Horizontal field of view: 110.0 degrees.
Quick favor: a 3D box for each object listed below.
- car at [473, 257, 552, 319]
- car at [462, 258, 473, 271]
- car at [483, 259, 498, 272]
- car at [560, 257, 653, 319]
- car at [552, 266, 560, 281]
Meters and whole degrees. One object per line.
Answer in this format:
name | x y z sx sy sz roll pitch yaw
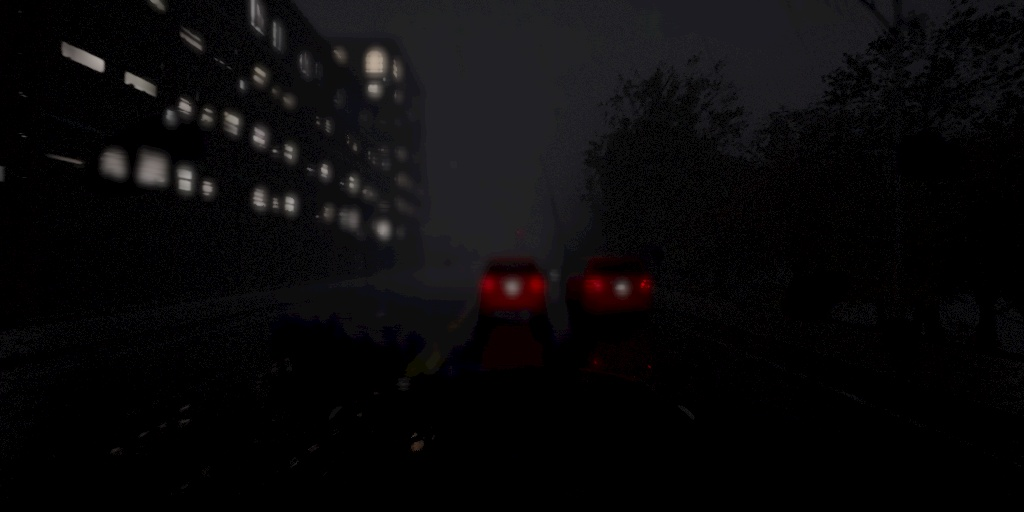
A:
car | 0.037 1.040 13.310 2.150 2.045 5.566 0 0 0
car | -6.524 1.304 56.424 2.150 2.045 5.566 0 -1 1
car | -3.288 1.425 55.300 2.097 1.767 4.553 0 0 1
car | 3.285 1.039 13.232 2.150 2.045 5.566 0 0 1
car | 3.303 1.478 29.701 1.994 1.385 4.181 0 0 0
